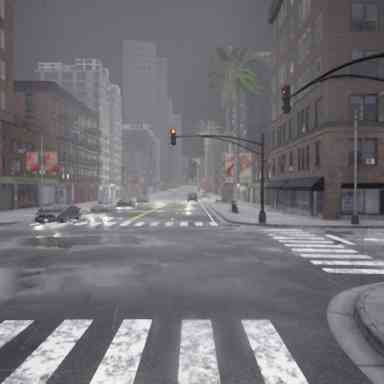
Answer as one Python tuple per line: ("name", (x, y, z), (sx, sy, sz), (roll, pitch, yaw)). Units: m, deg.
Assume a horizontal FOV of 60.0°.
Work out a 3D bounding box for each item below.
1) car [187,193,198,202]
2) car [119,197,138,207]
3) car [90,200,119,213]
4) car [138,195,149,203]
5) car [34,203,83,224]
("car", (0.122, 1.145, 71.965), (2.150, 2.045, 5.566), (0, 0, 0))
("car", (-9.795, 1.533, 49.573), (1.994, 1.385, 4.181), (0, 0, 0))
("car", (-9.816, 1.582, 36.901), (1.895, 1.301, 4.718), (0, 0, 0))
("car", (-9.693, 1.310, 65.526), (2.097, 1.767, 4.553), (0, 0, 0))
("car", (-9.831, 1.532, 25.057), (2.033, 1.411, 5.357), (0, 0, 0))
